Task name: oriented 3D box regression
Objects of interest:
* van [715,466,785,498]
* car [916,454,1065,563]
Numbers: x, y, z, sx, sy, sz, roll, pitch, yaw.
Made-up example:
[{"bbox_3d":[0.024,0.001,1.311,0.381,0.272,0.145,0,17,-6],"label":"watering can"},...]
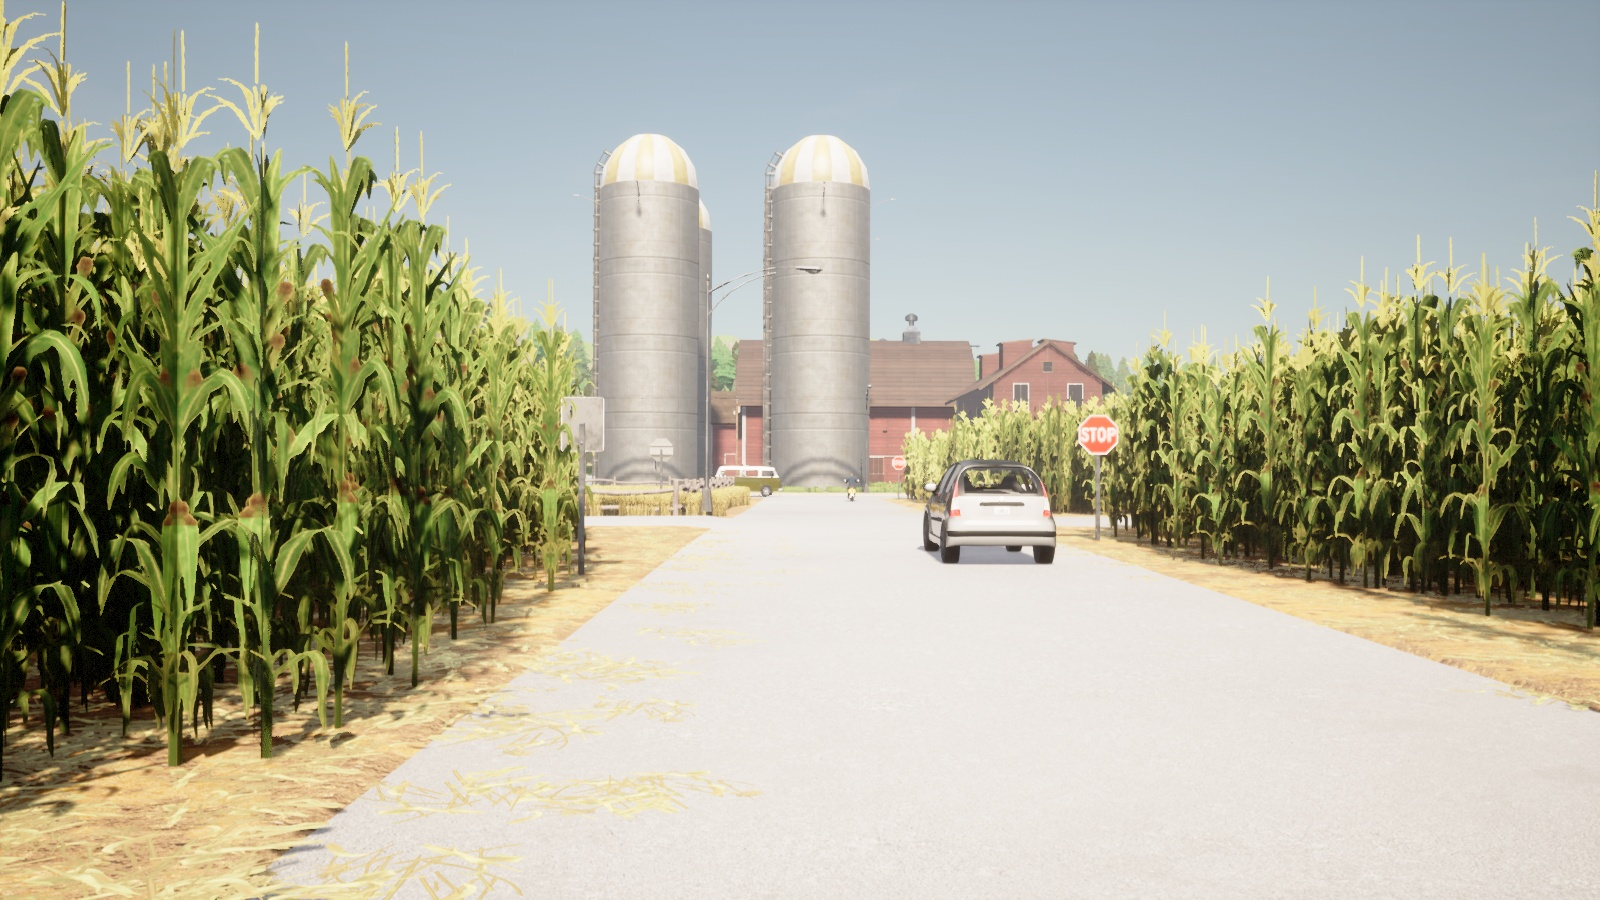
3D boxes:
[{"bbox_3d":[-3.267,2.095,82.610,4.480,2.038,2.069,0,-1,0],"label":"van"},{"bbox_3d":[3.054,0.898,20.864,1.851,1.617,3.988,0,-1,0],"label":"car"}]
